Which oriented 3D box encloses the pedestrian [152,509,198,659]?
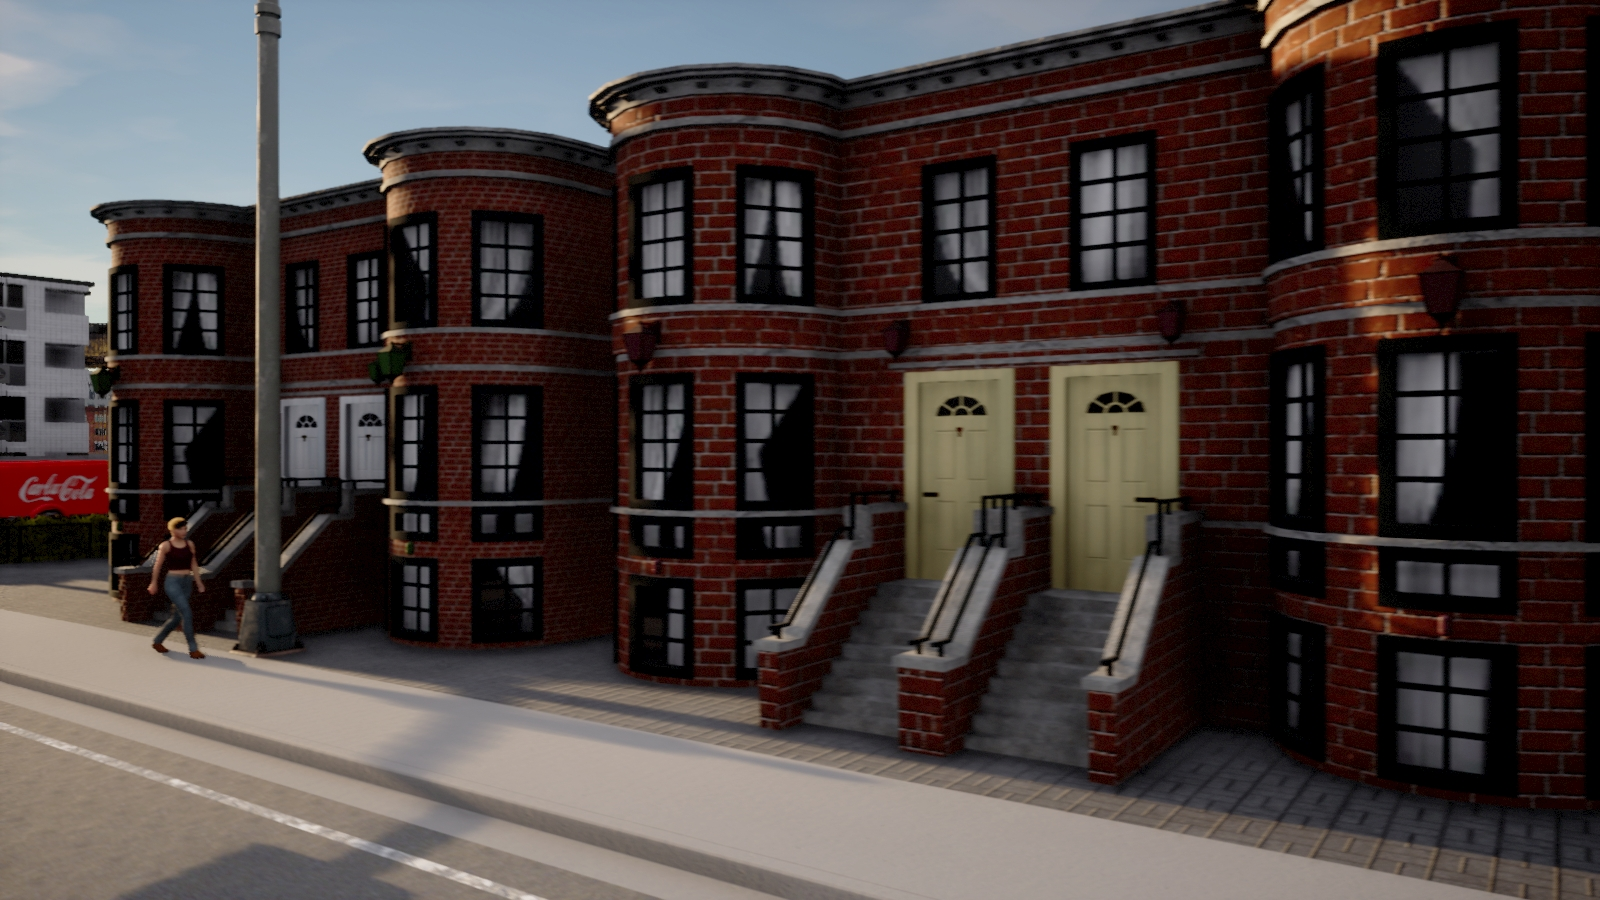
[{"bbox_3d":[-8.002,1.699,14.633,0.375,1.860,0.375,0,0,26],"label":"pedestrian"}]

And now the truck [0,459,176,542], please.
[{"bbox_3d":[-24.005,1.569,37.891,2.627,2.467,5.204,0,0,36],"label":"truck"}]
